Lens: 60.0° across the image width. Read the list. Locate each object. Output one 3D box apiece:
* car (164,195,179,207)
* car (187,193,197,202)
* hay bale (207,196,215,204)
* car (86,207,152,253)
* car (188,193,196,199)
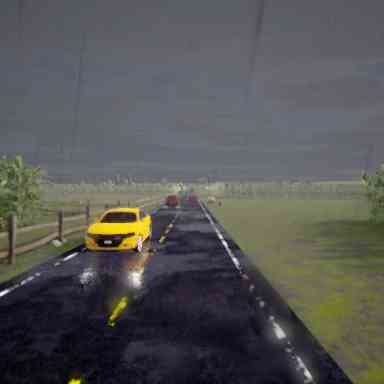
[{"bbox_3d":[-2.797,1.205,47.017,1.882,1.535,5.008,0,0,0],"label":"car"},{"bbox_3d":[0.040,1.168,65.172,1.994,1.385,4.181,0,0,0],"label":"car"},{"bbox_3d":[3.163,1.320,56.186,1.220,1.180,1.240,1,1,0],"label":"hay bale"},{"bbox_3d":[-2.810,1.407,13.661,1.882,1.535,5.008,0,0,0],"label":"car"},{"bbox_3d":[0.044,0.971,77.463,1.895,1.301,4.718,0,0,0],"label":"car"}]
